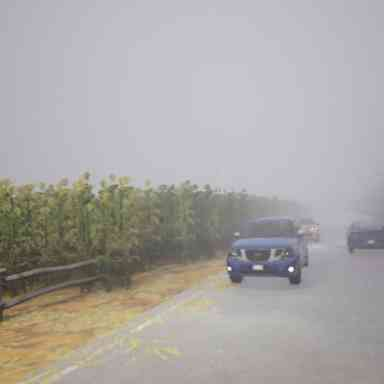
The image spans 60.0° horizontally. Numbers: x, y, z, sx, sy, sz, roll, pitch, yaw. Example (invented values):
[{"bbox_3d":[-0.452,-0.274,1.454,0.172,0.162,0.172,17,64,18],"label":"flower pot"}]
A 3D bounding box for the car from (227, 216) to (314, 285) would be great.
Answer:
[{"bbox_3d":[2.976,1.950,12.194,2.150,2.045,5.566,-5,-4,23],"label":"car"}]

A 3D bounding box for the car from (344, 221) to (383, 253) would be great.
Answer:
[{"bbox_3d":[9.214,2.253,17.564,1.882,1.535,5.008,-5,-5,24],"label":"car"}]

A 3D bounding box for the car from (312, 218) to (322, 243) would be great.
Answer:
[{"bbox_3d":[8.106,2.635,23.994,2.097,1.767,4.553,-5,-4,23],"label":"car"}]
